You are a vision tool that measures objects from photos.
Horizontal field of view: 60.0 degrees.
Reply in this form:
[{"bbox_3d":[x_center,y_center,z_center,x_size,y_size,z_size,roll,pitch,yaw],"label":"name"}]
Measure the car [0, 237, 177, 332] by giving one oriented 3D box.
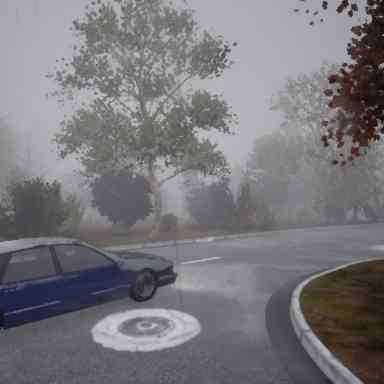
[{"bbox_3d":[-2.764,1.588,6.314,2.033,1.411,5.357,-1,-1,44],"label":"car"}]
